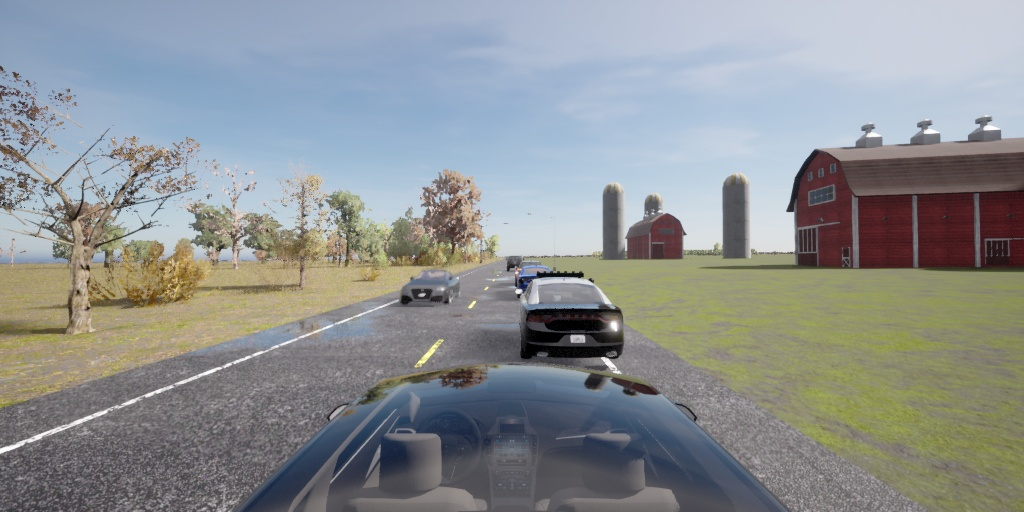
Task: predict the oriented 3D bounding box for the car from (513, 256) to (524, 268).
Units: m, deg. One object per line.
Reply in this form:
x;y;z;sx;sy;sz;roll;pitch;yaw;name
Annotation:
1.254;1.100;24.416;2.097;1.767;4.553;0;0;0;car

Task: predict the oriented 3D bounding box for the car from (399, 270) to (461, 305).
-3.468;1.314;15.851;1.994;1.385;4.181;0;0;1;car

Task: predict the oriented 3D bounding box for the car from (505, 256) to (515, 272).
0.431;0.962;47.358;2.150;2.045;5.566;0;0;1;car

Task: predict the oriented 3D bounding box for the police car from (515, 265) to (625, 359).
1.119;1.176;8.556;1.930;1.638;5.238;0;0;0;police car

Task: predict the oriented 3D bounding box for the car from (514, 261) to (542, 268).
1.204;1.228;18.446;1.882;1.535;5.008;0;0;0;car
